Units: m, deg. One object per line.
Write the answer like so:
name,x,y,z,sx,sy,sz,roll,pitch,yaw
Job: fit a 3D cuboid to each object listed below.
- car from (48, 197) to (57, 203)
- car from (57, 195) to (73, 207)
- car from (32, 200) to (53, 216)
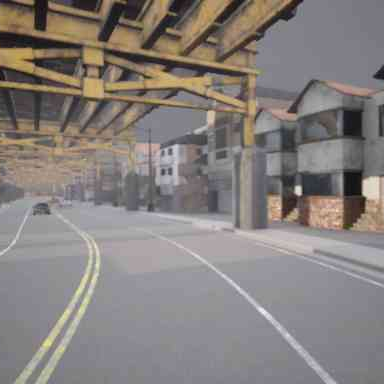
car,-33.688,2.169,82.122,1.994,1.385,4.181,-1,0,-25
car,-25.146,1.953,66.358,2.150,2.045,5.566,-1,0,-25
car,-18.159,2.019,40.206,1.837,1.490,4.892,-1,0,-25
